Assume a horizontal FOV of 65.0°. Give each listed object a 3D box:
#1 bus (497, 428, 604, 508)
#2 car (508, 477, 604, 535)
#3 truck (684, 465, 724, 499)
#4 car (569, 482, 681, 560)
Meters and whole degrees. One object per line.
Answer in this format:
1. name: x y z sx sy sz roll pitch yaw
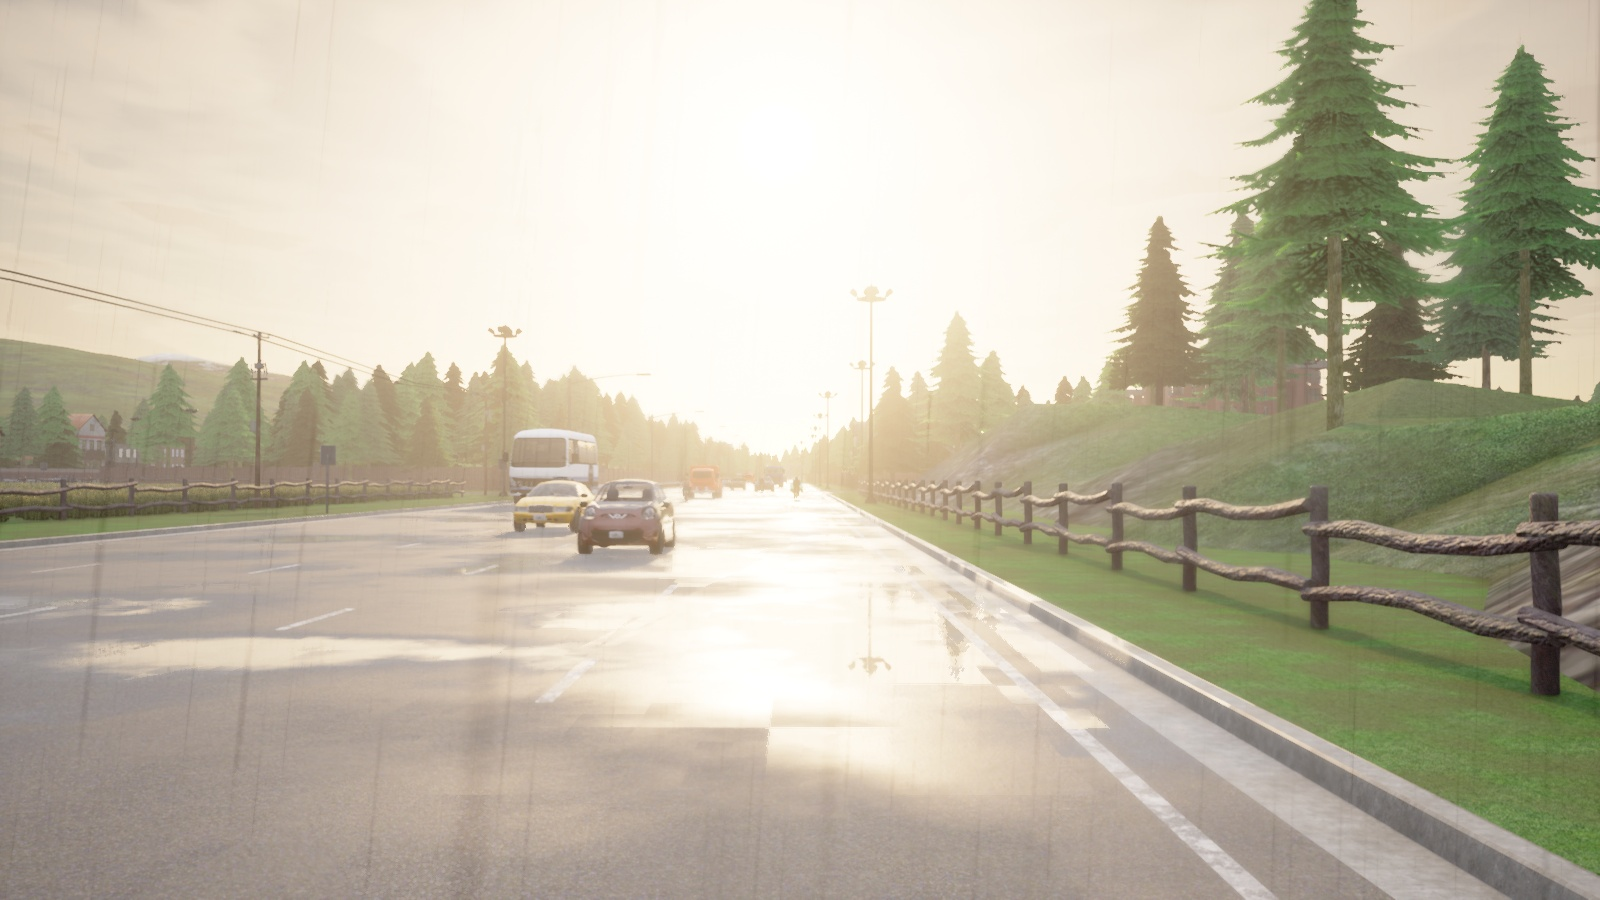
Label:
1. bus: -14.156 1.066 72.308 3.944 4.253 10.273 0 -1 1
2. car: -7.094 1.590 36.994 1.801 1.575 5.366 0 -1 0
3. truck: -7.240 2.429 95.187 2.627 2.467 5.204 0 -2 0
4. car: -3.567 1.417 26.160 1.845 1.501 3.633 0 -1 0
